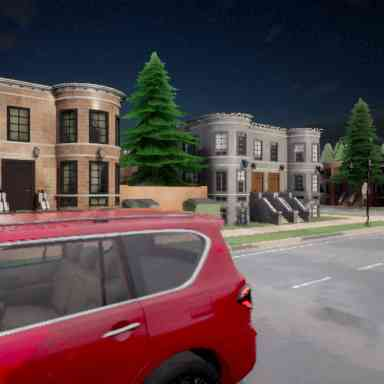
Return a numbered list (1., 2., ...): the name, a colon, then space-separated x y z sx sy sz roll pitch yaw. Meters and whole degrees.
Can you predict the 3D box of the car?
1. car: -1.929 1.220 2.585 5.566 2.045 2.150 0 0 -36
